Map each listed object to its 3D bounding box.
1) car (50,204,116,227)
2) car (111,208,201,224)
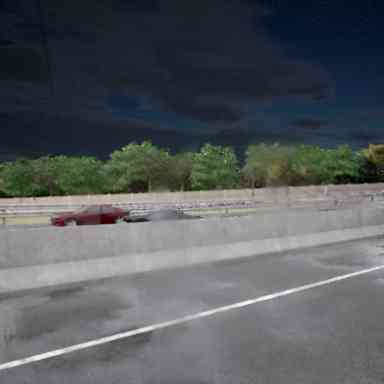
[{"bbox_3d":[-6.274,1.511,21.013,5.008,1.535,1.882,0,0,-36],"label":"car"},{"bbox_3d":[-1.363,1.599,15.917,4.181,1.385,1.994,0,0,-35],"label":"car"}]
